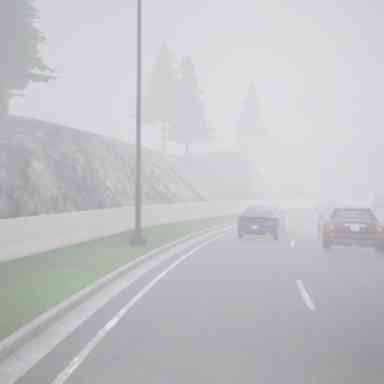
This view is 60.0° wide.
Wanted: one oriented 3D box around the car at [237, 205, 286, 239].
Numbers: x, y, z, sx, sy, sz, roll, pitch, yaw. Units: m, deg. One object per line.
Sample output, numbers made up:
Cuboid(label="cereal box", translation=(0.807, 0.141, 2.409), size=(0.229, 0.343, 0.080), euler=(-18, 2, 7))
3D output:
Cuboid(label="car", translation=(3.689, 1.419, 17.181), size=(1.882, 1.535, 5.008), euler=(0, 0, 21))

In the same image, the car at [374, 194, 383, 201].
Cuboid(label="car", translation=(20.945, 1.194, 34.842), size=(5.566, 2.045, 2.150), euler=(0, 0, -40))

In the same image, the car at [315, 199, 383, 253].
Cuboid(label="car", translation=(6.481, 1.328, 13.891), size=(2.097, 1.767, 4.553), euler=(1, 0, 18))

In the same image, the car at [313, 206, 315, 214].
Cuboid(label="car", translation=(13.649, 1.496, 32.917), size=(1.994, 1.385, 4.181), euler=(1, 0, 42))
